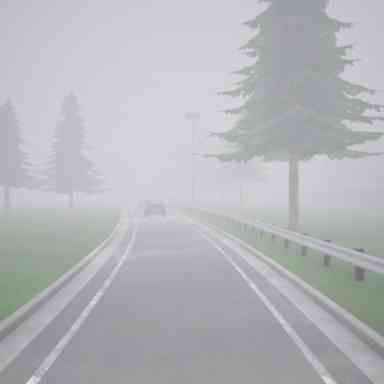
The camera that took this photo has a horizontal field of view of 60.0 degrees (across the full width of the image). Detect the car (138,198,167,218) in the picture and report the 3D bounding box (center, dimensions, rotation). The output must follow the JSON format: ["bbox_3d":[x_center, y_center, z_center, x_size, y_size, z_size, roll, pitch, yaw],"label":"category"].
[{"bbox_3d":[-3.410,1.427,29.905,2.128,1.511,4.902,0,0,-11],"label":"car"}]

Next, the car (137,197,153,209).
[{"bbox_3d":[-6.287,1.474,44.582,1.994,1.385,4.181,0,0,-9],"label":"car"}]
